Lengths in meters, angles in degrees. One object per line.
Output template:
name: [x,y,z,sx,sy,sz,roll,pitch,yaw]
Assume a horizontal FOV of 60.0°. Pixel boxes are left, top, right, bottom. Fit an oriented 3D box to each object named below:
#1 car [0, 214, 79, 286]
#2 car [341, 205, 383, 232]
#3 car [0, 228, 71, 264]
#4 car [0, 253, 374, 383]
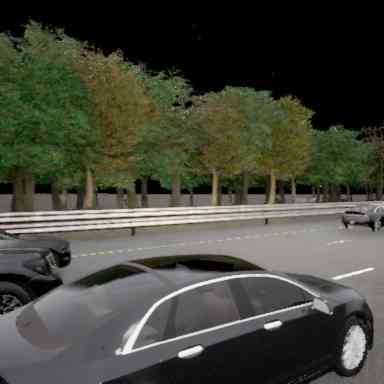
car: [-5.653,1.478,8.314,5.008,1.535,1.882,0,0,-36]
car: [11.048,1.521,20.225,4.902,1.511,2.128,0,0,-35]
car: [-4.804,1.222,4.621,5.566,2.045,2.150,0,0,-36]
car: [0.247,1.509,3.922,4.892,1.490,1.837,0,0,-36]
